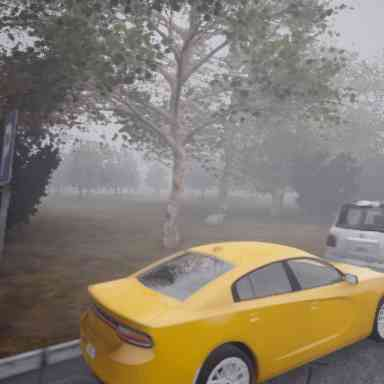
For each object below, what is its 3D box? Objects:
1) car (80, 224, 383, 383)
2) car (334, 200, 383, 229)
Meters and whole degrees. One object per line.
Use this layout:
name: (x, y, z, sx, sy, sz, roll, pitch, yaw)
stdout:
car: (1.029, 1.471, 4.791, 5.008, 1.535, 2.097, 0, 0, -33)
car: (5.592, 1.206, 8.044, 5.566, 2.045, 2.435, 0, 0, -33)
